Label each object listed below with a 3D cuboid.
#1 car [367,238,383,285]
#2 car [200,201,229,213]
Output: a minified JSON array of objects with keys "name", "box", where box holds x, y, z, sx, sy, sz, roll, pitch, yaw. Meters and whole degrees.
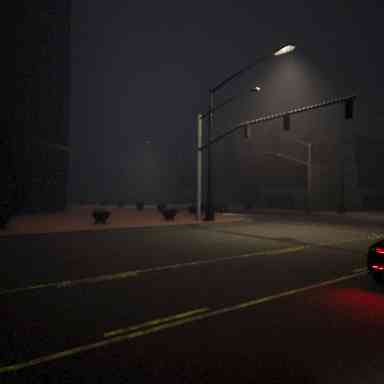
[{"name":"car","box":[6.291,1.525,8.292,4.902,1.511,2.128,0,0,-35]},{"name":"car","box":[2.278,1.694,37.898,1.994,1.385,4.181,1,-1,-35]}]
